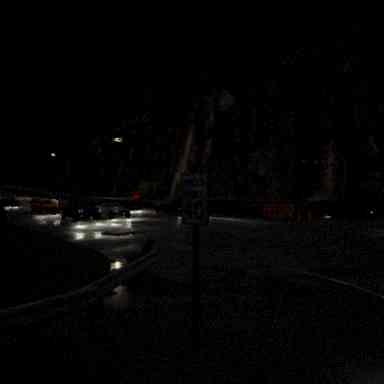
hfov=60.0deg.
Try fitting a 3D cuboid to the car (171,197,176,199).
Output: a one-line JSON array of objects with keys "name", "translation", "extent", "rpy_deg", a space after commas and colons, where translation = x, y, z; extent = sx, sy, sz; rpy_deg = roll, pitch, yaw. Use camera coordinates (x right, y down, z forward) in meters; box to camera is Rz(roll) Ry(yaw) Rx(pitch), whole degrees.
[{"name": "car", "translation": [-4.837, 1.730, 72.810], "extent": [1.895, 1.301, 4.718], "rpy_deg": [1, 0, -39]}]

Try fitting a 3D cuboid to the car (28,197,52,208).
[{"name": "car", "translation": [-23.469, 1.551, 51.203], "extent": [2.033, 1.411, 5.357], "rpy_deg": [1, 0, -39]}]

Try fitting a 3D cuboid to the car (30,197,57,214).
[{"name": "car", "translation": [-16.229, 1.574, 36.641], "extent": [1.882, 1.535, 5.008], "rpy_deg": [0, -1, -39]}]

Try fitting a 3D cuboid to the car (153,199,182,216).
[{"name": "car", "translation": [-2.076, 1.785, 35.870], "extent": [1.895, 1.301, 4.718], "rpy_deg": [1, 0, -39]}]

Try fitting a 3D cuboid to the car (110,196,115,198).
[{"name": "car", "translation": [-19.290, 1.477, 73.986], "extent": [1.895, 1.301, 4.718], "rpy_deg": [1, 1, -39]}]

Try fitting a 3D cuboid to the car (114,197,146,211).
[{"name": "car", "translation": [-8.364, 1.730, 43.613], "extent": [1.994, 1.385, 4.181], "rpy_deg": [1, 0, -40]}]

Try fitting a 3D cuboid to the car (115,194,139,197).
[{"name": "car", "translation": [-12.979, 1.628, 66.180], "extent": [1.994, 1.385, 4.181], "rpy_deg": [1, 0, -39]}]

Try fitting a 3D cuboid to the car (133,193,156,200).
[{"name": "car", "translation": [-9.998, 1.594, 68.061], "extent": [1.837, 1.490, 4.892], "rpy_deg": [1, 0, -39]}]

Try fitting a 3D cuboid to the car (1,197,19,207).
[{"name": "car", "translation": [-28.389, 1.488, 51.759], "extent": [2.033, 1.411, 5.357], "rpy_deg": [1, 0, -38]}]

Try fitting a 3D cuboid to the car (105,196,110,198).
[{"name": "car", "translation": [-15.125, 1.573, 52.008], "extent": [1.882, 1.535, 5.008], "rpy_deg": [1, 0, -39]}]

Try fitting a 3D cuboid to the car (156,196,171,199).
[{"name": "car", "translation": [-7.278, 1.590, 70.263], "extent": [1.882, 1.535, 5.008], "rpy_deg": [1, 0, -39]}]

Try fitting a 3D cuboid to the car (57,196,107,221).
[{"name": "car", "translation": [-9.410, 1.467, 28.260], "extent": [2.097, 1.767, 4.553], "rpy_deg": [1, 0, -39]}]

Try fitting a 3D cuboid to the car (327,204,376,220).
[{"name": "car", "translation": [14.999, 1.818, 31.501], "extent": [1.994, 1.385, 4.181], "rpy_deg": [1, -1, -33]}]

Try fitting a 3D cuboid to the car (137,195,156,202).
[{"name": "car", "translation": [-11.105, 1.494, 80.564], "extent": [2.033, 1.411, 5.357], "rpy_deg": [1, 1, -39]}]

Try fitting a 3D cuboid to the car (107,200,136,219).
[{"name": "car", "translation": [-7.540, 1.662, 31.497], "extent": [1.812, 1.442, 4.674], "rpy_deg": [1, 0, -39]}]
